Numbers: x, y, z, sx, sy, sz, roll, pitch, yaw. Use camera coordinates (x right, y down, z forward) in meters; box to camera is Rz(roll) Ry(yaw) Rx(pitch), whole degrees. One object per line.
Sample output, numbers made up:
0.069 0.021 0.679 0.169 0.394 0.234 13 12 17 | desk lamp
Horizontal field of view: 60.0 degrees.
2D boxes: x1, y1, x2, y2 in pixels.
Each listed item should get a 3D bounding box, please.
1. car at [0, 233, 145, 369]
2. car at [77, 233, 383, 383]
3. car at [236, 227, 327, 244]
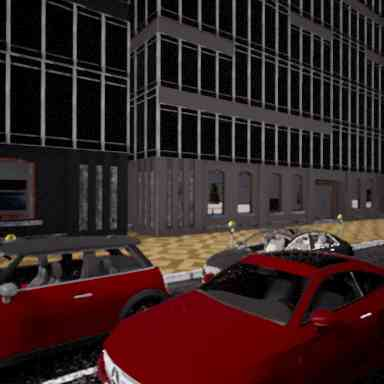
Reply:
-2.387 1.444 4.858 4.097 1.590 1.967 0 0 -35 | car
1.204 1.544 4.235 4.674 1.442 1.812 0 0 -35 | car
2.247 1.587 8.162 4.403 1.369 2.008 0 0 -35 | car
